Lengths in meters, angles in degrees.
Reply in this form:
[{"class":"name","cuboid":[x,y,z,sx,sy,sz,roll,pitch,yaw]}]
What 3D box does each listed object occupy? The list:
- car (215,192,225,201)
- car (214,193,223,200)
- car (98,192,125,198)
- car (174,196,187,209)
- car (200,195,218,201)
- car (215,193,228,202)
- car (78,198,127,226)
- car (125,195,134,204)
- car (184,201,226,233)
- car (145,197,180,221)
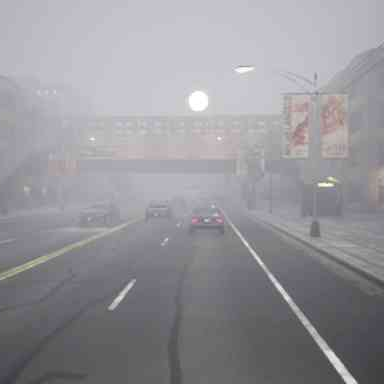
[{"class":"car","cuboid":[6.320,0.999,75.578,2.185,1.767,4.553,0,0,2]},{"class":"car","cuboid":[6.454,1.094,82.003,2.097,1.535,5.008,0,0,2]},{"class":"car","cuboid":[-11.636,0.990,46.915,2.435,2.045,5.566,0,0,2]},{"class":"car","cuboid":[-1.681,1.286,42.041,2.128,1.511,4.902,0,0,2]},{"class":"car","cuboid":[1.776,1.352,41.005,2.033,1.411,5.357,0,0,2]},{"class":"car","cuboid":[5.826,1.176,64.814,2.231,1.521,4.892,0,0,12]},{"class":"car","cuboid":[-6.119,1.392,22.584,1.837,1.490,4.892,0,0,3]},{"class":"car","cuboid":[-11.367,1.321,54.308,1.895,1.301,4.718,0,0,2]},{"class":"car","cuboid":[0.846,1.457,18.893,2.033,1.411,5.357,0,0,2]},{"class":"car","cuboid":[-2.373,1.364,25.626,2.128,1.511,4.902,0,0,2]}]
